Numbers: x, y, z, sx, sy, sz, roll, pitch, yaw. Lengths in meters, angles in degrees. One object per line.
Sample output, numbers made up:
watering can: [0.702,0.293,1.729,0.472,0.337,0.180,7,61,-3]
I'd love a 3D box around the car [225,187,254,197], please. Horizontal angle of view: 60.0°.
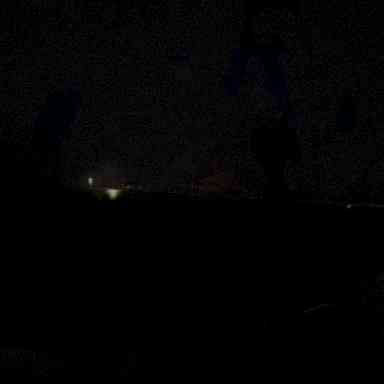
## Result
car: [7.071,-0.023,49.357,2.128,1.511,4.902,0,2,-35]

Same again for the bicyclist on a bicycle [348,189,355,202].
bicyclist on a bicycle: [19.968,0.423,41.605,1.656,1.620,0.582,0,2,-36]

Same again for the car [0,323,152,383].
car: [-2.308,1.534,1.424,4.674,1.442,1.812,-1,0,-35]

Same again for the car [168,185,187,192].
car: [-2.975,-0.695,68.273,1.994,1.385,4.181,0,2,-36]

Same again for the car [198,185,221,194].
car: [3.122,-0.433,59.838,1.882,1.535,5.008,0,2,-35]

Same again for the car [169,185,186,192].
car: [-1.816,-0.915,61.925,2.128,1.511,4.902,0,2,-36]
